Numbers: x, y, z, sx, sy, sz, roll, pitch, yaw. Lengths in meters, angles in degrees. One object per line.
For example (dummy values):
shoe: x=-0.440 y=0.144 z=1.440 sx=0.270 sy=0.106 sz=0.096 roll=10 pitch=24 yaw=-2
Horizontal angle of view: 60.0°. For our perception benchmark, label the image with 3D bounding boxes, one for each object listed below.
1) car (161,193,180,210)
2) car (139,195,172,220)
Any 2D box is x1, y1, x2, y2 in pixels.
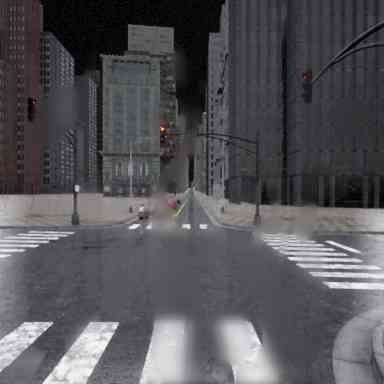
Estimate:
car: x=-3.091 y=1.221 z=42.220 sx=2.150 sy=2.045 sz=5.566 roll=0 pitch=0 yaw=0
car: x=-3.117 y=1.352 z=27.817 sx=2.097 sy=1.767 sz=4.553 roll=0 pitch=0 yaw=1
